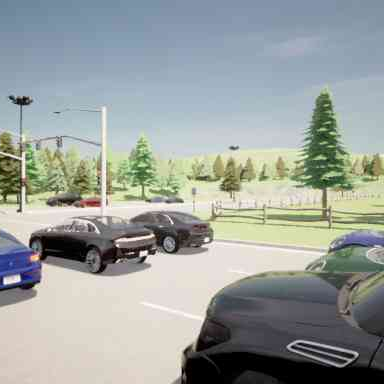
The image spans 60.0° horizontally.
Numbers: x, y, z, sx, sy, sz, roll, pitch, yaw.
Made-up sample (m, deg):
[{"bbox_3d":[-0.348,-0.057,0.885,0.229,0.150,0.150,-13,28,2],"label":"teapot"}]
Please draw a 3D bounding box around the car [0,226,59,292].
[{"bbox_3d":[-5.347,1.526,7.788,4.674,1.442,1.812,0,0,36],"label":"car"}]

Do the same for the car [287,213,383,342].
[{"bbox_3d":[4.126,1.352,5.348,4.553,1.767,2.097,0,0,36],"label":"car"}]

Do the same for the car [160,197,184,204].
[{"bbox_3d":[-3.299,1.564,61.932,1.994,1.385,4.181,0,0,35],"label":"car"}]

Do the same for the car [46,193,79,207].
[{"bbox_3d":[-19.475,1.221,50.960,2.150,2.045,5.566,0,0,35],"label":"car"}]

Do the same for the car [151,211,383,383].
[{"bbox_3d":[2.556,1.221,2.169,5.566,2.045,2.150,0,0,36],"label":"car"}]

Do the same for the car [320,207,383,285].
[{"bbox_3d":[5.874,1.352,8.400,4.553,1.767,2.097,0,0,35],"label":"car"}]

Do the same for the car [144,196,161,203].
[{"bbox_3d":[-7.349,1.548,68.266,2.033,1.411,5.357,0,0,35],"label":"car"}]

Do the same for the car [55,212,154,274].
[{"bbox_3d":[-3.305,1.492,10.628,4.902,1.511,2.128,0,0,36],"label":"car"}]

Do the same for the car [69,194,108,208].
[{"bbox_3d":[-14.091,1.477,46.446,1.882,1.535,5.008,0,0,35],"label":"car"}]

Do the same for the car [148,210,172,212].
[{"bbox_3d":[-1.430,1.505,13.590,4.892,1.490,1.837,0,0,36],"label":"car"}]
